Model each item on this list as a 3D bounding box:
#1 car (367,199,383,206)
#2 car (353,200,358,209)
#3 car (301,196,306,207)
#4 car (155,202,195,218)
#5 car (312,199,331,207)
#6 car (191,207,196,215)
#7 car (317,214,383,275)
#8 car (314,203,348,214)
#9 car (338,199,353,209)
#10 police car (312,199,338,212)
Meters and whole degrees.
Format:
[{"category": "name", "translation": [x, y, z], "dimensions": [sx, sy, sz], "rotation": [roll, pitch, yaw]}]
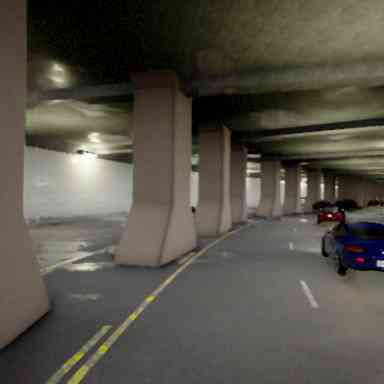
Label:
[{"category": "car", "translation": [40.848, 2.356, 74.811], "dimensions": [1.994, 1.385, 4.181], "rotation": [1, 0, 38]}, {"category": "car", "translation": [28.368, 2.078, 59.884], "dimensions": [2.097, 1.767, 4.553], "rotation": [1, 0, 38]}, {"category": "car", "translation": [22.556, 1.876, 67.823], "dimensions": [2.150, 2.045, 5.566], "rotation": [1, 0, 38]}, {"category": "car", "translation": [-1.582, 1.743, 33.113], "dimensions": [1.895, 1.301, 4.718], "rotation": [1, 0, 26]}, {"category": "car", "translation": [25.852, 2.211, 66.372], "dimensions": [2.128, 1.511, 4.902], "rotation": [1, 0, 38]}, {"category": "car", "translation": [2.138, 1.744, 32.815], "dimensions": [2.033, 1.411, 5.357], "rotation": [1, 0, 27]}, {"category": "car", "translation": [5.345, 1.660, 10.600], "dimensions": [1.812, 1.442, 4.674], "rotation": [1, 0, 13]}, {"category": "car", "translation": [11.806, 1.883, 28.121], "dimensions": [1.994, 1.385, 4.181], "rotation": [1, 0, 26]}, {"category": "car", "translation": [24.726, 2.174, 55.151], "dimensions": [1.812, 1.442, 4.674], "rotation": [1, 0, 38]}, {"category": "police car", "translation": [18.698, 1.944, 47.314], "dimensions": [1.930, 1.638, 5.238], "rotation": [1, 0, 38]}]
